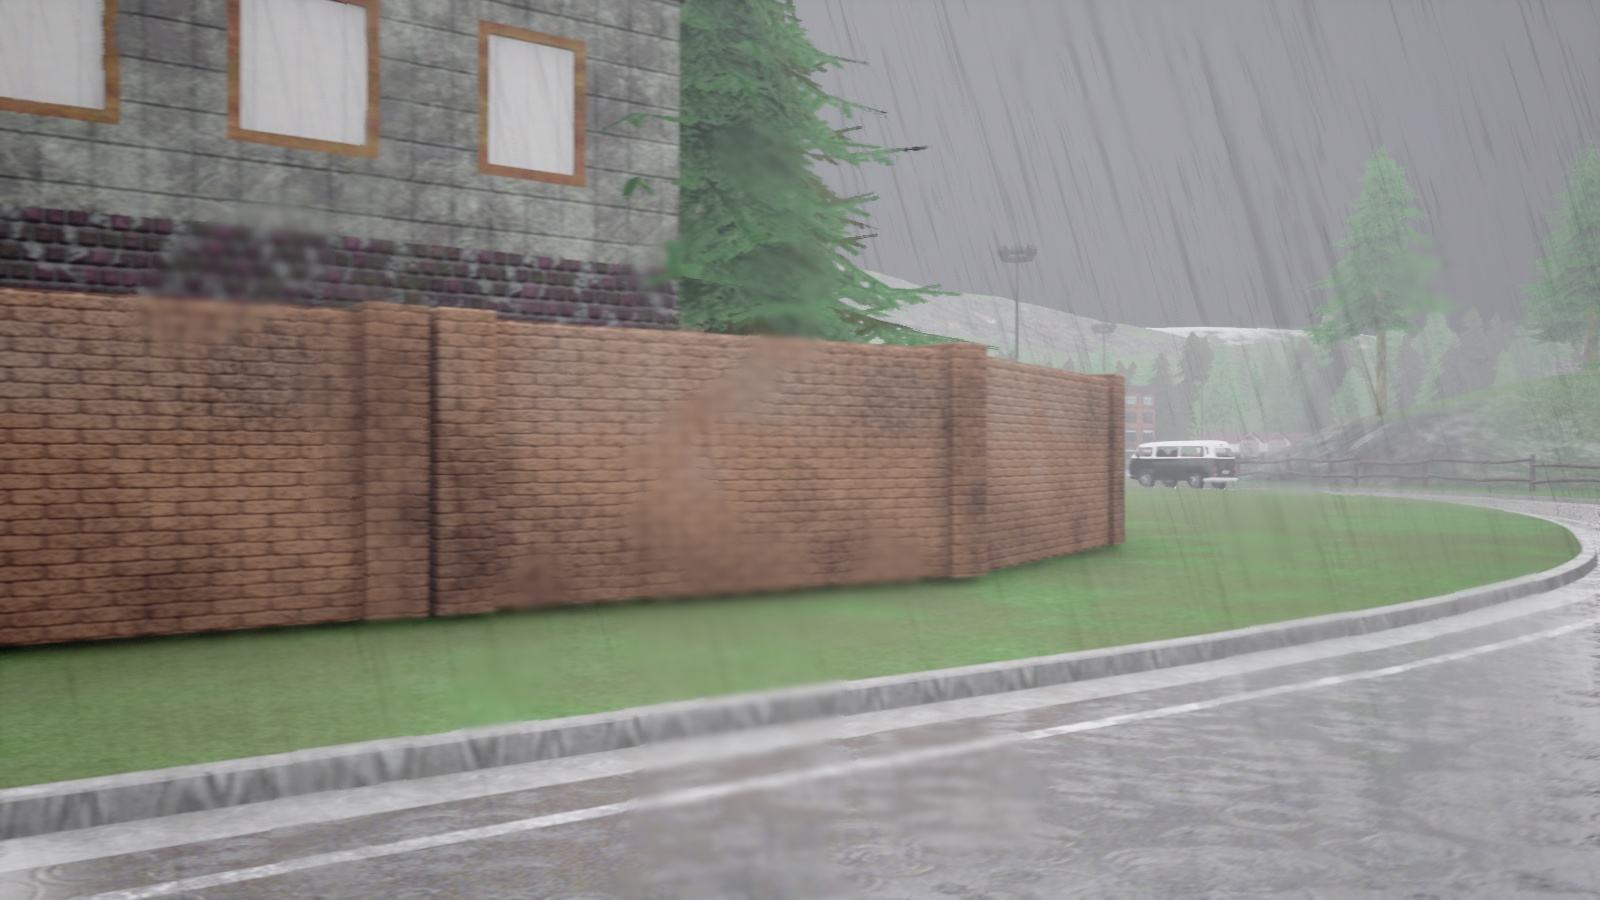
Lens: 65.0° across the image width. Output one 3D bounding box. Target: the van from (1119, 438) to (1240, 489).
[{"bbox_3d":[15.838,0.563,52.595,2.069,2.038,4.480,1,-1,-36],"label":"van"}]
